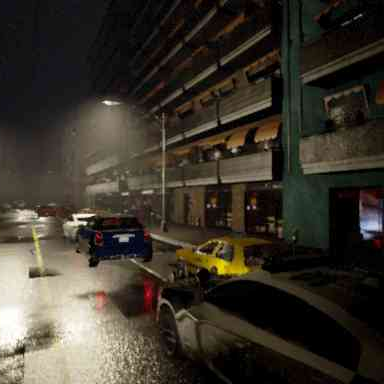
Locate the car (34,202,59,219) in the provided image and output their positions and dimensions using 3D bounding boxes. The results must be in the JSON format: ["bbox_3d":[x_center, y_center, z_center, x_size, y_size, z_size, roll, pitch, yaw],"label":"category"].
[{"bbox_3d":[-16.430,2.220,37.467,1.882,1.535,5.008,0,-1,-26],"label":"car"}]

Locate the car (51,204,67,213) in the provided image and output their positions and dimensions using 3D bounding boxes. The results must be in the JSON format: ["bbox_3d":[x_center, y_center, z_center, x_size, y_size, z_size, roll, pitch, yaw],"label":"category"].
[{"bbox_3d":[-21.581,2.635,53.766,2.008,1.369,4.403,0,-1,-26],"label":"car"}]

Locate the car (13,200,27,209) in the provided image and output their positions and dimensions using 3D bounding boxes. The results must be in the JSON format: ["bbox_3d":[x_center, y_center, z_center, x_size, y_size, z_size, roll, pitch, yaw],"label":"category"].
[{"bbox_3d":[-37.741,2.773,73.500,2.150,2.045,5.566,0,-2,-26],"label":"car"}]

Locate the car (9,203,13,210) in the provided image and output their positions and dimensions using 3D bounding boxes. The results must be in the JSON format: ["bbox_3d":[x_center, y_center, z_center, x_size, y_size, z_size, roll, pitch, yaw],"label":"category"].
[{"bbox_3d":[-36.581,2.894,65.113,1.752,1.417,4.829,0,-1,-26],"label":"car"}]

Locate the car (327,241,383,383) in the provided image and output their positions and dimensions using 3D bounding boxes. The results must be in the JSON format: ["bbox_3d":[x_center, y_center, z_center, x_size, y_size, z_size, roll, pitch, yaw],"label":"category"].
[{"bbox_3d":[3.620,1.491,3.077,1.967,1.590,4.097,0,-1,-26],"label":"car"}]

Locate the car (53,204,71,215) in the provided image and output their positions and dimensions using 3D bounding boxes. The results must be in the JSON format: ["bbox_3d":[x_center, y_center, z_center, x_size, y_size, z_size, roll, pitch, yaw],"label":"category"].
[{"bbox_3d":[-19.061,2.526,48.697,2.008,1.369,4.403,0,-1,-26],"label":"car"}]

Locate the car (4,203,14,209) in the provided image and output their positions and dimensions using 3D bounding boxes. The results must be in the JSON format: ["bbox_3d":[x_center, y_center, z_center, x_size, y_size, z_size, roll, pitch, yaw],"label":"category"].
[{"bbox_3d":[-44.217,3.308,80.470,1.802,1.307,4.206,0,-1,-26],"label":"car"}]

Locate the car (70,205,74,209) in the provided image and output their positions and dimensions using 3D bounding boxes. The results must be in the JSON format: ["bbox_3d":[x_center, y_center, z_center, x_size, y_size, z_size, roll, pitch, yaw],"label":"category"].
[{"bbox_3d":[-9.057,2.076,28.575,1.752,1.417,4.829,0,-1,-26],"label":"car"}]

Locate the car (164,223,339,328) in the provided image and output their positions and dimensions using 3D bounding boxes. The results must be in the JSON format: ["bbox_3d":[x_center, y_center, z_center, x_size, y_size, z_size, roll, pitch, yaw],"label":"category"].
[{"bbox_3d":[1.024,1.678,8.298,1.752,1.417,4.829,0,-1,-26],"label":"car"}]

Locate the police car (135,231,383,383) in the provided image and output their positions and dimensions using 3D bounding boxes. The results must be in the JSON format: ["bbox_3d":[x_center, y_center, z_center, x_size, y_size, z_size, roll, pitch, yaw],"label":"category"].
[{"bbox_3d":[1.165,1.495,3.775,1.930,1.638,5.238,0,-1,-28],"label":"police car"}]

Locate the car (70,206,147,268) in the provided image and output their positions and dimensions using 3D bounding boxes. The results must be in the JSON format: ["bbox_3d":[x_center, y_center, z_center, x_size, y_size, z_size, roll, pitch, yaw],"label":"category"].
[{"bbox_3d":[-3.144,1.593,12.666,2.097,1.767,4.553,0,-1,-26],"label":"car"}]

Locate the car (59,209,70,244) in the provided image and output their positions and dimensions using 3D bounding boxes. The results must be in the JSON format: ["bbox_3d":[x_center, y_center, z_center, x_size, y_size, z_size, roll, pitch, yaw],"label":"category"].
[{"bbox_3d":[-5.883,1.873,18.029,1.812,1.442,4.674,0,-1,-27],"label":"car"}]

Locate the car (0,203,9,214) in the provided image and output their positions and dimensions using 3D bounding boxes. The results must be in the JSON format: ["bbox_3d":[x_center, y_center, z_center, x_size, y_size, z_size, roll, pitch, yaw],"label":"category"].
[{"bbox_3d":[-29.097,2.475,50.059,1.967,1.590,4.097,0,-1,-26],"label":"car"}]

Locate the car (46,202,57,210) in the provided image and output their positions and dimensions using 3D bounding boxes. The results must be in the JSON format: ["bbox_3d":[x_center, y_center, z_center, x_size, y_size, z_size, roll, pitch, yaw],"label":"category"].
[{"bbox_3d":[-29.142,2.863,68.974,1.967,1.590,4.097,0,-1,-26],"label":"car"}]

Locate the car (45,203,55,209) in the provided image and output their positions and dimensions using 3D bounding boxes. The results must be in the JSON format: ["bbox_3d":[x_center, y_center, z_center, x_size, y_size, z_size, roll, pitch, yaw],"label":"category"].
[{"bbox_3d":[-31.661,3.104,74.038,1.947,1.339,4.313,0,-1,-26],"label":"car"}]

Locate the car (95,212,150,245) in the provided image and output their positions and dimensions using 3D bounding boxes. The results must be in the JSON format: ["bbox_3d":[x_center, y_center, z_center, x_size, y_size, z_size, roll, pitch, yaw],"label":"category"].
[{"bbox_3d":[-3.941,1.892,18.284,1.887,1.381,4.507,0,-1,-26],"label":"car"}]

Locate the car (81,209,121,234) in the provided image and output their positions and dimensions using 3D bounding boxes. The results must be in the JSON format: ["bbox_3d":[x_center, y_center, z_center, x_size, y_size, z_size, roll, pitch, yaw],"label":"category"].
[{"bbox_3d":[-6.463,1.990,23.357,1.887,1.381,4.507,0,-1,-26],"label":"car"}]

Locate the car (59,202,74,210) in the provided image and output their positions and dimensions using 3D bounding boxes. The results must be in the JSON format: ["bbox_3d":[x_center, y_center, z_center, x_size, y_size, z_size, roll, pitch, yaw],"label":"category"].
[{"bbox_3d":[-16.543,2.180,43.632,2.192,1.841,5.009,0,-1,-26],"label":"car"}]
